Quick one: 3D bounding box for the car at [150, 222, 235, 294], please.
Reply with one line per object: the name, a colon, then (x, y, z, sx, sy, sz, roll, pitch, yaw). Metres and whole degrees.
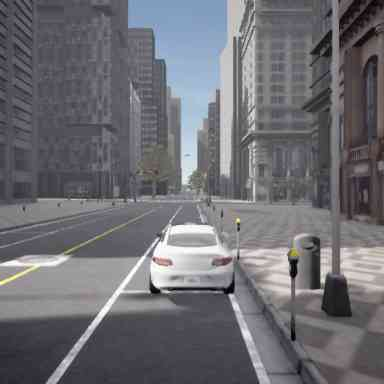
car: (0.003, 1.516, 8.650, 1.812, 1.442, 4.674, 0, 0, 0)
